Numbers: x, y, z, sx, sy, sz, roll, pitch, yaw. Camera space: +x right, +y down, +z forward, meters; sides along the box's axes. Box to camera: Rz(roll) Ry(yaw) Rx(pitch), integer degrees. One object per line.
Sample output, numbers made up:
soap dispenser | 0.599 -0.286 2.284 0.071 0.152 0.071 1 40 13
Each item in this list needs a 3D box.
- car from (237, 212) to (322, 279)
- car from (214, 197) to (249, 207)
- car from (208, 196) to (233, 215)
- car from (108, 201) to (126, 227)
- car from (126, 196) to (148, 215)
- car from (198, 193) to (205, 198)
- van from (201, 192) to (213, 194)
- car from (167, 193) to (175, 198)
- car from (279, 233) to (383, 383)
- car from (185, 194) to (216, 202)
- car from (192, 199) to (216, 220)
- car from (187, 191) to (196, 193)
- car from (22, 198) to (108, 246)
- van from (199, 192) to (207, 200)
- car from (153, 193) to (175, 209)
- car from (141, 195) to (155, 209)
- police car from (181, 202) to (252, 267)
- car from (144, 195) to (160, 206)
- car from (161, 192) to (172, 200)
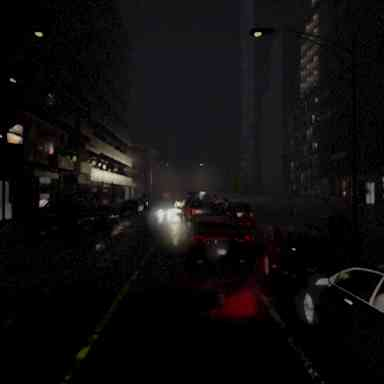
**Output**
car | 2.690 1.497 9.607 2.008 1.369 4.403 1 0 0
car | 2.677 1.326 20.746 1.967 1.590 4.097 1 0 0
car | 2.664 1.266 31.886 1.967 1.590 4.097 1 0 0
car | -5.705 1.433 20.737 1.887 1.381 4.507 1 0 0
car | -5.718 1.395 31.877 1.947 1.339 4.313 1 0 0
car | 2.586 1.034 93.321 1.752 1.417 4.829 1 0 0
van | 2.644 1.080 48.594 1.690 1.788 3.998 1 0 0
car | -5.795 1.057 93.142 1.887 1.381 4.507 1 0 0
car | 2.697 1.527 4.039 2.008 1.369 4.403 1 0 0
car | 0.500 1.236 21.171 2.097 1.767 4.553 0 0 -6
car | 0.866 1.377 27.291 1.812 1.442 4.674 0 0 0
car | -0.076 0.892 61.790 2.150 2.045 5.566 0 0 0
car | -5.694 1.233 15.166 2.192 1.841 5.009 1 0 0
van | 2.609 0.935 76.443 1.690 1.788 3.998 1 0 0
car | -3.129 1.273 40.734 2.128 1.511 4.902 0 0 0
car | -5.725 1.350 37.446 2.008 1.369 4.403 1 0 0
police car | 0.671 1.362 11.387 1.930 1.638 5.238 0 0 -3
car | -5.738 1.267 48.416 1.752 1.417 4.829 1 0 0
car | -5.770 0.911 76.432 2.192 1.841 5.009 1 0 0
